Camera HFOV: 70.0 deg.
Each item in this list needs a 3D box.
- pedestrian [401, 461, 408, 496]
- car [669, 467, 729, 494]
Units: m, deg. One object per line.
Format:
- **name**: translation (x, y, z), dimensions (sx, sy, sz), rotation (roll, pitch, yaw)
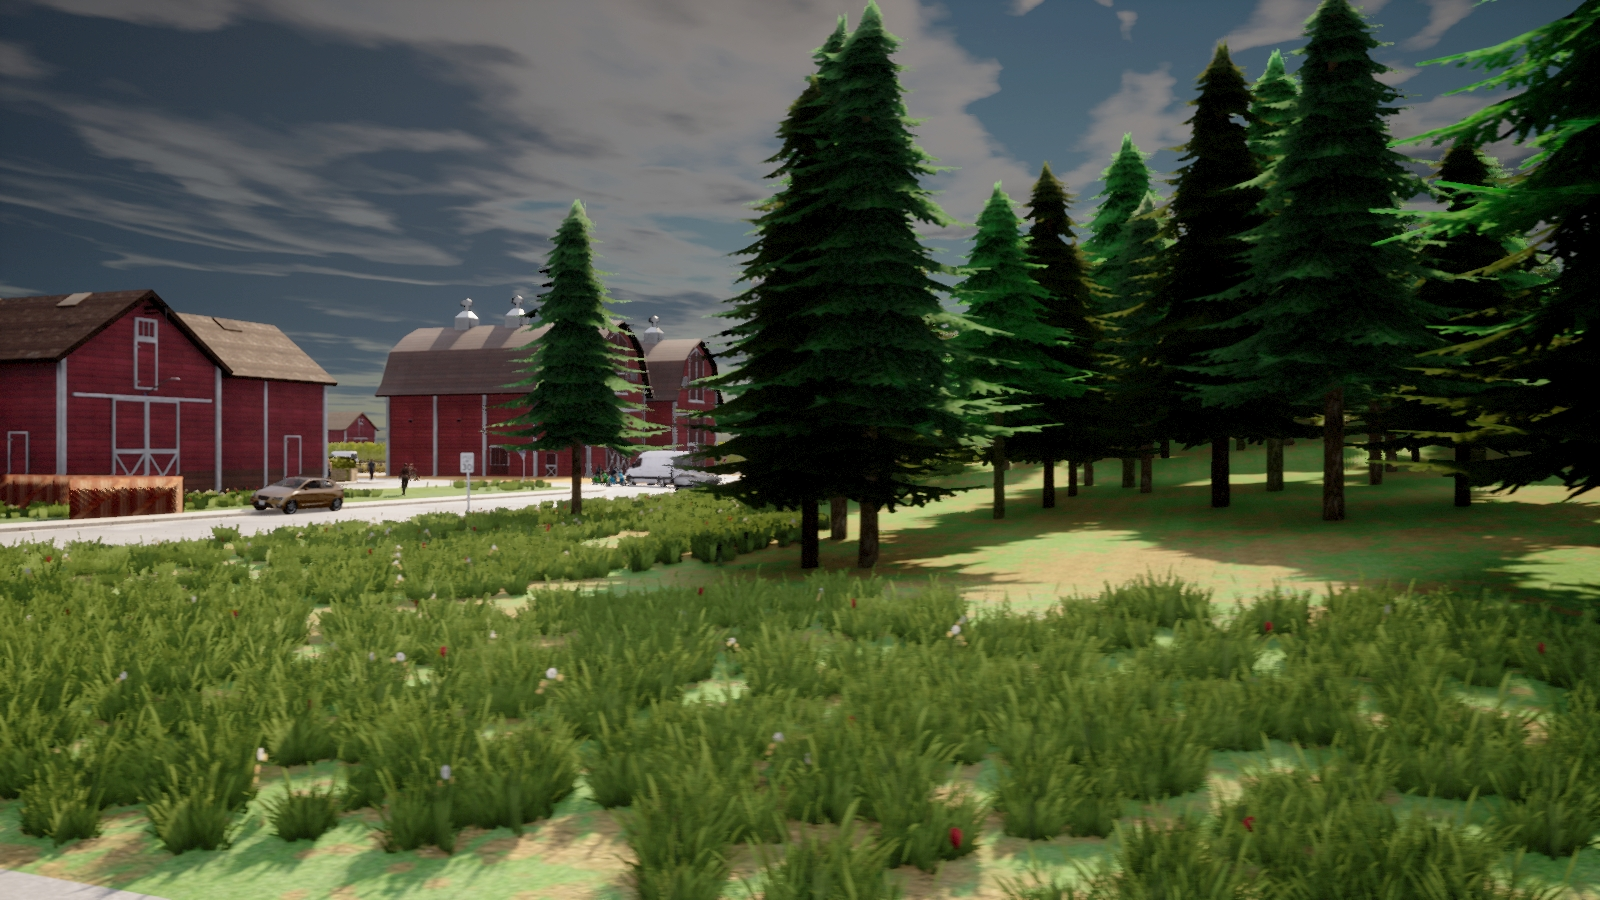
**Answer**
- **pedestrian**: translation (-21.361, 1.551, 61.714), dimensions (0.375, 1.860, 0.375), rotation (0, 0, -21)
- **car**: translation (-6.294, 1.907, 71.667), dimensions (2.128, 1.511, 4.902), rotation (0, 0, 16)
